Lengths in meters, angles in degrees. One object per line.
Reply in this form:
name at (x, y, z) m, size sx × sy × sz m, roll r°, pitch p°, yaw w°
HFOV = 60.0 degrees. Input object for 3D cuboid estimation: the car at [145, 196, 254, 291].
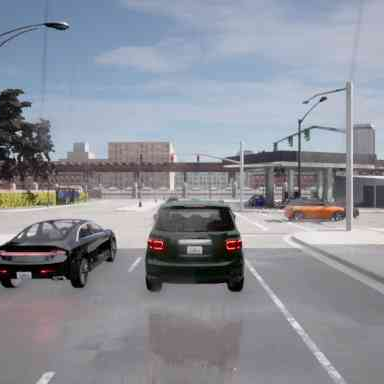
car at (0.073, 1.221, 9.153) m, size 2.150 × 2.045 × 5.566 m, roll 0°, pitch 0°, yaw 0°

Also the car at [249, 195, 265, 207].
car at (9.649, 1.294, 49.338) m, size 2.242 × 1.667 × 4.611 m, roll 0°, pitch 0°, yaw 0°

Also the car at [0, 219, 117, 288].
car at (-3.431, 1.491, 9.238) m, size 2.128 × 1.511 × 4.902 m, roll 0°, pitch 0°, yaw 0°

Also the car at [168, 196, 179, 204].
car at (-3.479, 1.503, 64.221) m, size 1.837 × 1.490 × 4.892 m, roll 0°, pitch 0°, yaw 0°

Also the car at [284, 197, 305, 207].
car at (15.393, 1.455, 50.107) m, size 1.970 × 1.475 × 3.806 m, roll 0°, pitch 0°, yaw 0°

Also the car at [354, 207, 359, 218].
car at (12.354, 1.563, 29.210) m, size 4.181 × 1.385 × 1.994 m, roll 0°, pitch 0°, yaw -1°

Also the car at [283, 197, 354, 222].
car at (9.446, 1.351, 25.479) m, size 4.553 × 1.767 × 2.097 m, roll 0°, pitch 0°, yaw -1°
